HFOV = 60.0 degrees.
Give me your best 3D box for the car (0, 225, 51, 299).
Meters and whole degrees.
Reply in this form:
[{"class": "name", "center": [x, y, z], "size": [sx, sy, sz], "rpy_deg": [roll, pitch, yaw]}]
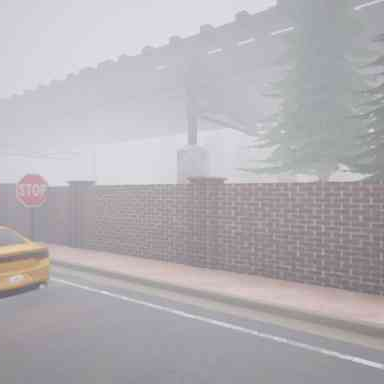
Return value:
[{"class": "car", "center": [-5.323, 1.477, 7.745], "size": [5.008, 1.535, 1.882], "rpy_deg": [0, 0, 36]}]
